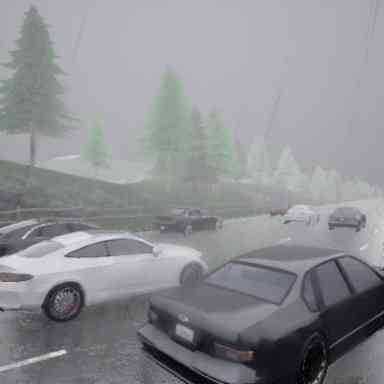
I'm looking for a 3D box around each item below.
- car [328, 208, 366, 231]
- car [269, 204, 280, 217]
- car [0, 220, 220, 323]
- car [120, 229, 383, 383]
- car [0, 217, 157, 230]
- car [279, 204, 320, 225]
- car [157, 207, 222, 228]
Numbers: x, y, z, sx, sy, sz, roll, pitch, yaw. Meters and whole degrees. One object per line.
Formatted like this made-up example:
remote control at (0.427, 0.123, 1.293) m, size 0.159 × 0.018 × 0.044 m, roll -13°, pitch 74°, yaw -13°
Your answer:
car at (10.426, 1.766, 22.219) m, size 2.033 × 1.411 × 5.357 m, roll 0°, pitch 0°, yaw 32°
car at (9.518, 1.891, 34.036) m, size 1.895 × 1.301 × 4.718 m, roll 0°, pitch 0°, yaw 32°
car at (-1.759, 1.561, 7.257) m, size 4.674 × 1.442 × 1.812 m, roll 1°, pitch 0°, yaw -40°
car at (1.779, 1.594, 5.286) m, size 5.357 × 1.411 × 2.033 m, roll 1°, pitch 0°, yaw -42°
car at (-3.732, 1.543, 10.098) m, size 4.892 × 1.490 × 1.837 m, roll 1°, pitch 0°, yaw -40°
car at (8.640, 1.757, 26.012) m, size 1.812 × 1.442 × 4.674 m, roll 0°, pitch 0°, yaw 32°
car at (-0.066, 1.630, 19.170) m, size 1.837 × 1.490 × 4.892 m, roll 1°, pitch 0°, yaw 37°
